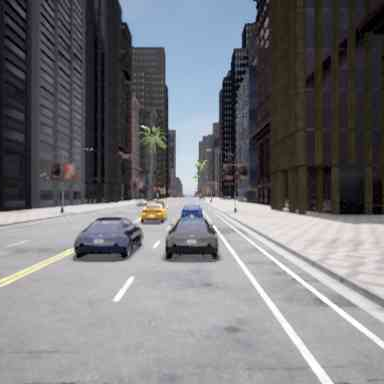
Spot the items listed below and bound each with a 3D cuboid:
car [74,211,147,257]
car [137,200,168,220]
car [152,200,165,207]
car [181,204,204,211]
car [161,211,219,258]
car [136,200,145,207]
[{"bbox_3d":[-3.231,1.707,13.579,1.994,1.385,4.181,0,-1,0],"label":"car"},{"bbox_3d":[-3.236,1.782,29.216,1.882,1.535,5.008,0,0,0],"label":"car"},{"bbox_3d":[-6.552,2.240,65.338,1.994,1.385,4.181,0,-1,0],"label":"car"},{"bbox_3d":[0.015,1.782,29.239,1.882,1.535,5.008,0,0,1],"label":"car"},{"bbox_3d":[0.015,1.706,13.490,1.994,1.385,4.181,0,-1,1],"label":"car"},{"bbox_3d":[-9.797,2.279,65.300,1.895,1.301,4.718,0,-1,0],"label":"car"}]
